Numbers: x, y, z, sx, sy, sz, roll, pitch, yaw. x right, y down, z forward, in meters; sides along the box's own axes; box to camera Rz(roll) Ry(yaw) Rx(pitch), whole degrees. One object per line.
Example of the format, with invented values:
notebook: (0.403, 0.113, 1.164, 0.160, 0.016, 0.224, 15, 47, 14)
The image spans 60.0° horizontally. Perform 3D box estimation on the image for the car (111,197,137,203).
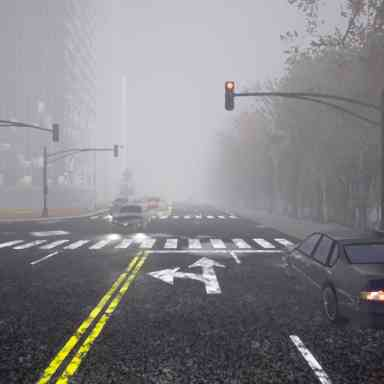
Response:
car: (-7.519, 1.365, 35.785, 2.097, 1.767, 4.553, 0, 0, -3)

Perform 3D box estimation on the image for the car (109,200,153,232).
car: (-3.724, 1.520, 20.703, 1.837, 1.490, 4.892, 0, 0, -2)

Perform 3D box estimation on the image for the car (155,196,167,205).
car: (-5.829, 1.576, 63.141, 2.033, 1.411, 5.357, 0, 0, -4)

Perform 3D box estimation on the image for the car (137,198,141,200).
car: (-8.244, 1.582, 49.812, 1.994, 1.385, 4.181, 0, 0, -3)

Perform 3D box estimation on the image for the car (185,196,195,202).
car: (-0.402, 1.570, 77.530, 2.128, 1.511, 4.902, 0, 0, -5)

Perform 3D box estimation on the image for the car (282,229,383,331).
car: (3.312, 1.506, 6.998, 2.033, 1.411, 5.357, -2, -2, 3)

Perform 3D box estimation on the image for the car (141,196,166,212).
car: (-4.402, 1.364, 38.680, 2.097, 1.767, 4.553, 0, 0, -3)

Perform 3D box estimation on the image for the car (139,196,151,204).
car: (-9.221, 1.509, 65.311, 1.882, 1.535, 5.008, 0, 0, -4)
